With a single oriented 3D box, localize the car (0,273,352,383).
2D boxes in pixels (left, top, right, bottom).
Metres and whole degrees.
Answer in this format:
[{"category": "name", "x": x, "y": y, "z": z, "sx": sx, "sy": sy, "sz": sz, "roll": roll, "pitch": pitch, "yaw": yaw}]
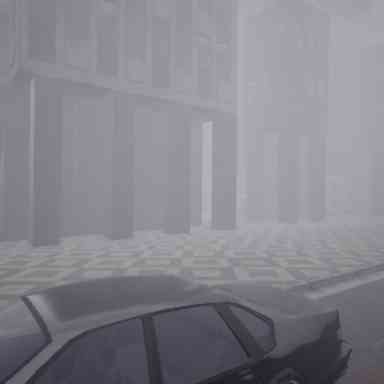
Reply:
[{"category": "car", "x": -0.793, "y": 1.548, "z": 2.818, "sx": 5.357, "sy": 1.411, "sz": 2.033, "roll": 0, "pitch": 0, "yaw": -36}]
